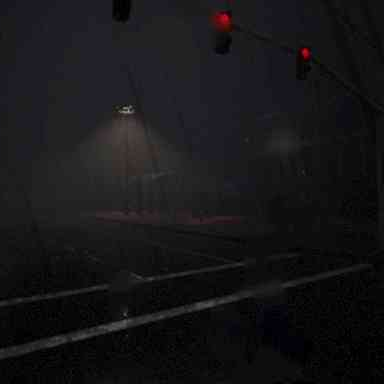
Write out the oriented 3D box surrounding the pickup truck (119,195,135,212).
[{"bbox_3d":[-7.907,1.479,42.969,2.390,2.098,6.274,0,-1,-6],"label":"pickup truck"}]
